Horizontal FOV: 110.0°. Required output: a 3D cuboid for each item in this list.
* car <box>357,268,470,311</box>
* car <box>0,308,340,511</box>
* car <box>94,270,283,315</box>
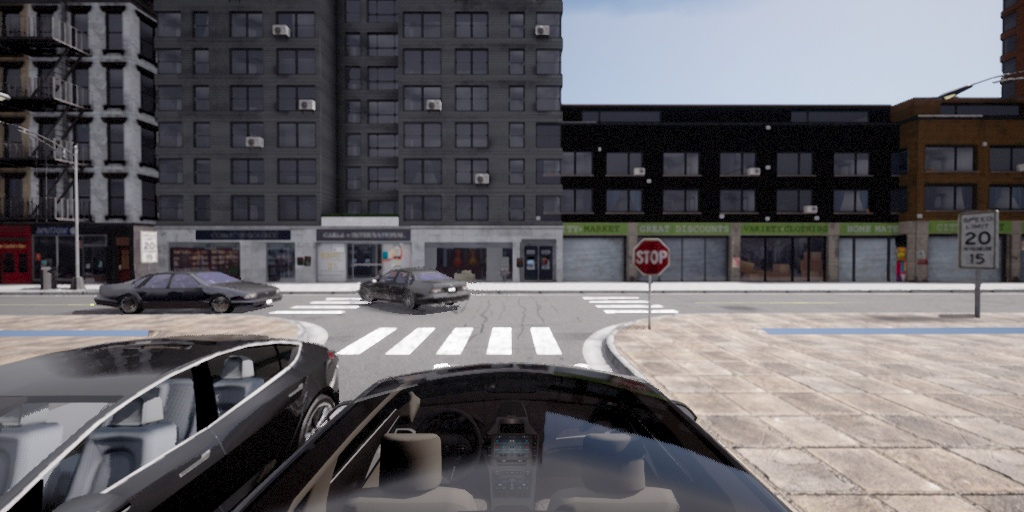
[{"bbox_3d":[-3.987,1.188,14.006,5.357,1.411,2.033,0,1,41],"label":"car"},{"bbox_3d":[-2.639,1.312,2.087,1.948,1.339,4.313,0,0,0],"label":"car"},{"bbox_3d":[-11.244,1.222,12.658,5.357,1.411,2.033,0,1,0],"label":"car"}]
